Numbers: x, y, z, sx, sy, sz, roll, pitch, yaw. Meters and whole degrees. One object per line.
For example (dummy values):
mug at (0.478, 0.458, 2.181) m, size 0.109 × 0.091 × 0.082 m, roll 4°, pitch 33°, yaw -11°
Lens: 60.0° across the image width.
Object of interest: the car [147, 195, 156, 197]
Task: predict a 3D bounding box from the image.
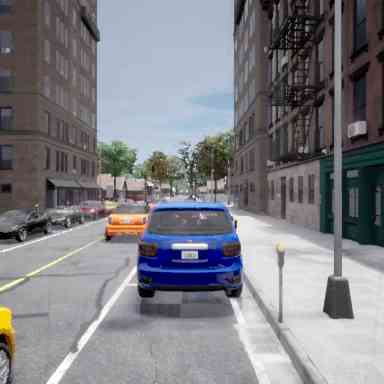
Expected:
car at (-3.021, 1.361, 31.443) m, size 2.097 × 1.767 × 4.553 m, roll 0°, pitch 0°, yaw 0°

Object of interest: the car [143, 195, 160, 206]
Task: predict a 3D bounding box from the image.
car at (-5.770, 1.239, 48.021) m, size 1.837 × 1.490 × 4.892 m, roll 0°, pitch 0°, yaw 0°

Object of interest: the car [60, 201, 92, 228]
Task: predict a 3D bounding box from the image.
car at (-8.408, 1.553, 21.869) m, size 2.008 × 1.369 × 4.403 m, roll 0°, pitch 0°, yaw 0°

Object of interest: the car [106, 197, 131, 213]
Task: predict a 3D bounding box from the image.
car at (-8.408, 1.454, 38.426) m, size 1.967 × 1.590 × 4.097 m, roll 0°, pitch 0°, yaw 0°

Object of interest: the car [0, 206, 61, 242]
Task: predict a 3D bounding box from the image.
car at (-8.408, 1.567, 16.351) m, size 1.947 × 1.339 × 4.313 m, roll 0°, pitch 0°, yaw 0°

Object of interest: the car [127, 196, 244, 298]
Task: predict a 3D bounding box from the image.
car at (-0.039, 1.228, 8.680) m, size 2.150 × 2.045 × 5.566 m, roll 0°, pitch 0°, yaw 0°

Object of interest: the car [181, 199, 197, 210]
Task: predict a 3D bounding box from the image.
car at (-0.383, 1.584, 43.946) m, size 1.947 × 1.339 × 4.313 m, roll 0°, pitch 0°, yaw 0°

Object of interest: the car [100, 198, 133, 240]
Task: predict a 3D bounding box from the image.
car at (-2.920, 1.352, 17.102) m, size 2.097 × 1.767 × 4.553 m, roll 0°, pitch 0°, yaw 0°

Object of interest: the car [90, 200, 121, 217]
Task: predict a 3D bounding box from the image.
car at (-8.408, 1.535, 32.737) m, size 1.752 × 1.417 × 4.829 m, roll 0°, pitch 0°, yaw 0°

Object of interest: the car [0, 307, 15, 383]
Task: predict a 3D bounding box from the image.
car at (-2.922, 1.477, 1.754) m, size 1.882 × 1.535 × 5.008 m, roll 0°, pitch 0°, yaw 0°

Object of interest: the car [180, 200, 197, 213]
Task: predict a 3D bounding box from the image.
car at (-0.383, 1.596, 38.428) m, size 1.802 × 1.307 × 4.206 m, roll 0°, pitch 0°, yaw 0°

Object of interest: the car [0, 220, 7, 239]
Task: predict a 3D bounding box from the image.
car at (-5.869, 1.526, 6.477) m, size 1.812 × 1.442 × 4.674 m, roll 0°, pitch 0°, yaw 0°

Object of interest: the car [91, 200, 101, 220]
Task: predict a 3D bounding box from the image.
car at (-8.408, 1.446, 27.388) m, size 1.967 × 1.590 × 4.097 m, roll 0°, pitch 0°, yaw 0°

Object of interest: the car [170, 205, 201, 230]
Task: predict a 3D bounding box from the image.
car at (-0.383, 1.584, 21.873) m, size 1.802 × 1.307 × 4.206 m, roll 0°, pitch 0°, yaw 0°

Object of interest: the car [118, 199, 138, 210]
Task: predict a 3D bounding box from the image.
car at (-8.408, 1.600, 43.945) m, size 1.802 × 1.307 × 4.206 m, roll 0°, pitch 0°, yaw 0°
